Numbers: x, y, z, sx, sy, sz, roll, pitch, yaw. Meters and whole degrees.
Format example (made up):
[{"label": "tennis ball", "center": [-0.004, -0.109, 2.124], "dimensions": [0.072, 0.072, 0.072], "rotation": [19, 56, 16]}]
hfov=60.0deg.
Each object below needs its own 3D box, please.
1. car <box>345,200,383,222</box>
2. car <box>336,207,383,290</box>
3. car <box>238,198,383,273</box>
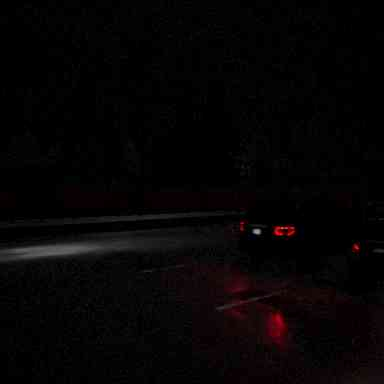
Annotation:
[{"label": "car", "center": [14.951, 1.477, 27.550], "dimensions": [5.008, 1.535, 1.882], "rotation": [0, 0, -36]}, {"label": "car", "center": [5.713, 1.352, 7.882], "dimensions": [4.553, 1.767, 2.097], "rotation": [0, 0, -36]}, {"label": "car", "center": [3.995, 1.219, 10.955], "dimensions": [5.566, 2.045, 2.150], "rotation": [0, 0, -36]}]
